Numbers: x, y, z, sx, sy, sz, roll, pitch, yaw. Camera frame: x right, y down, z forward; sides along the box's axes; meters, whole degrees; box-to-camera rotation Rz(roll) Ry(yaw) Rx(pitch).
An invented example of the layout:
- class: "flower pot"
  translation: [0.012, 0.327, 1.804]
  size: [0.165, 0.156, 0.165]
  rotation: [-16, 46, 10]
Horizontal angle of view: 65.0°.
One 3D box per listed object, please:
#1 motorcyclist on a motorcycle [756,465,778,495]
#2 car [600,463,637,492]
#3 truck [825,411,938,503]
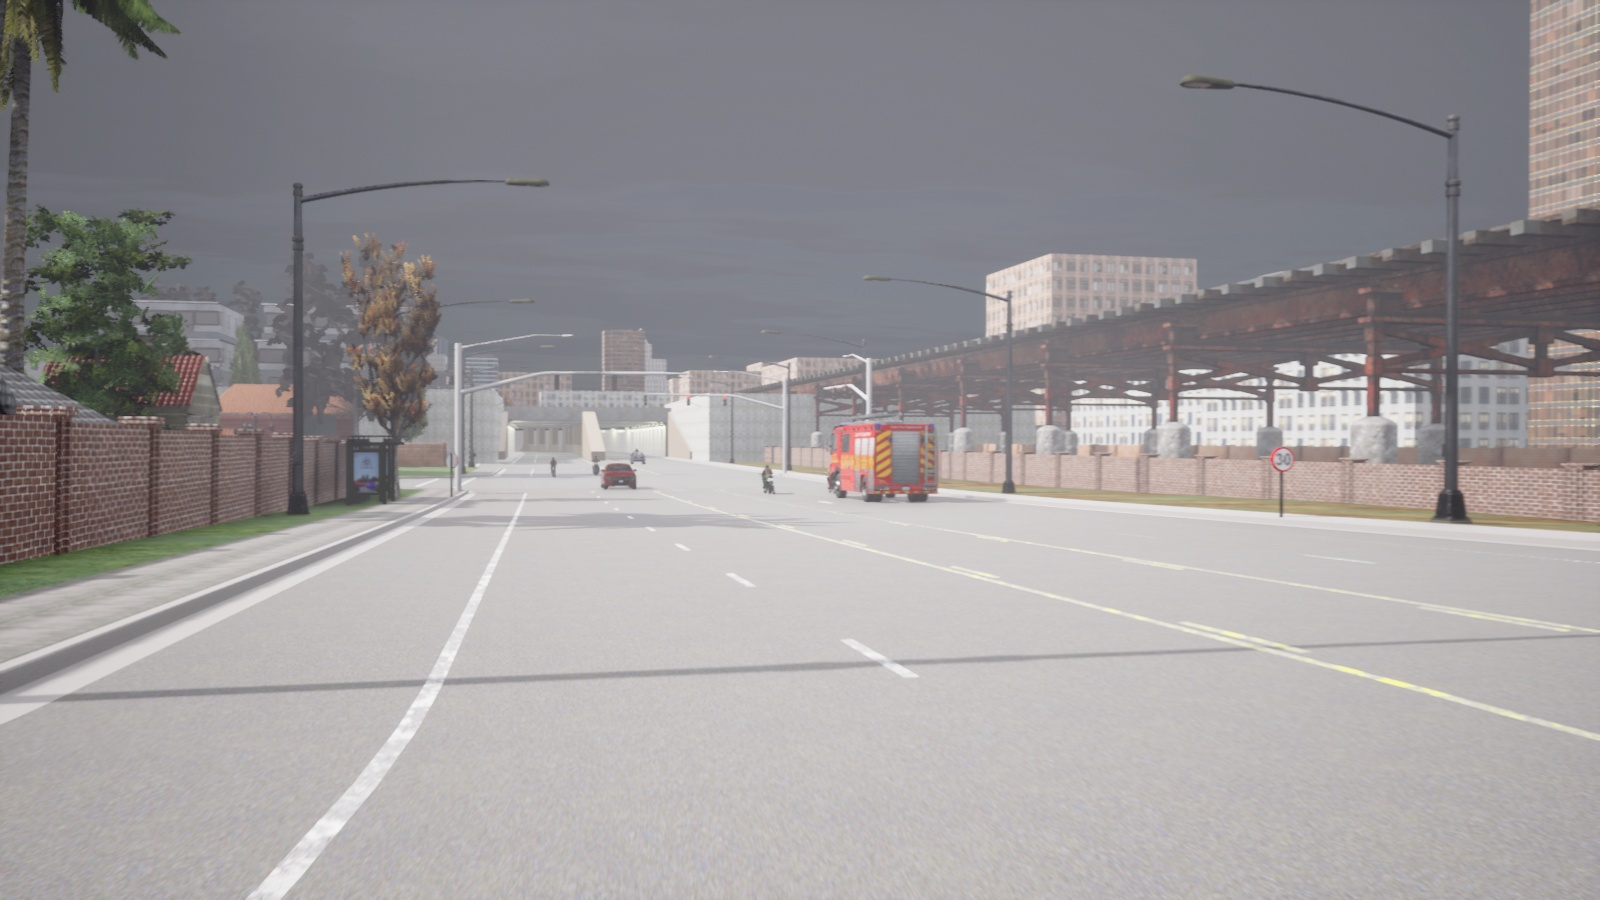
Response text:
- class: "motorcyclist on a motorcycle"
  translation: [-1.717, 1.538, 64.936]
  size: [0.797, 1.523, 2.044]
  rotation: [0, 0, -12]
- class: "car"
  translation: [-10.711, 1.599, 73.832]
  size: [1.882, 1.535, 5.008]
  rotation: [0, 0, -12]
- class: "truck"
  translation: [3.518, 0.315, 56.886]
  size: [2.891, 3.827, 8.468]
  rotation: [0, 0, -12]
